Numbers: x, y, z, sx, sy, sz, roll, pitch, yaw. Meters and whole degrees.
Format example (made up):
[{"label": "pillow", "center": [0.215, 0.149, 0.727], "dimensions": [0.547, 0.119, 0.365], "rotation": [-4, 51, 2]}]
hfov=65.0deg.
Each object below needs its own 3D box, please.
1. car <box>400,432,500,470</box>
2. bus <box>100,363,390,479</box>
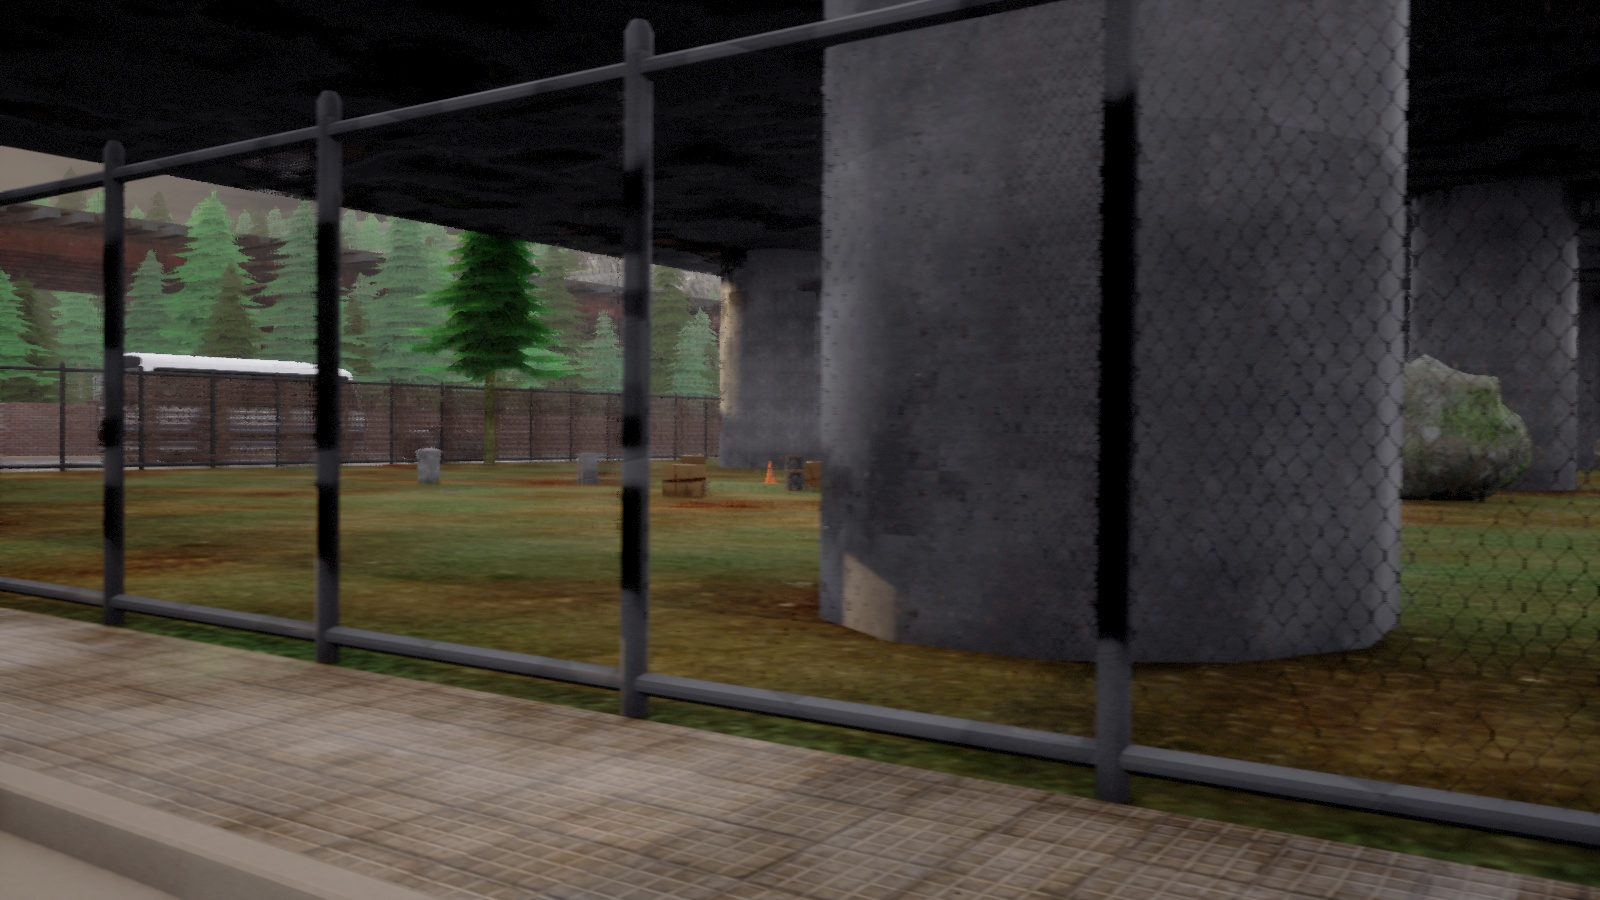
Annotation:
[{"label": "car", "center": [-15.386, 0.013, 55.370], "dimensions": [1.851, 1.617, 3.988], "rotation": [0, 1, 34]}, {"label": "bus", "center": [-22.330, -1.144, 51.370], "dimensions": [3.944, 4.253, 10.273], "rotation": [0, 1, 34]}]
